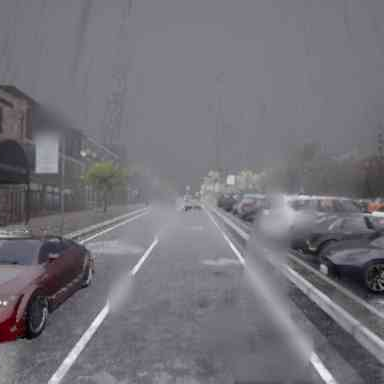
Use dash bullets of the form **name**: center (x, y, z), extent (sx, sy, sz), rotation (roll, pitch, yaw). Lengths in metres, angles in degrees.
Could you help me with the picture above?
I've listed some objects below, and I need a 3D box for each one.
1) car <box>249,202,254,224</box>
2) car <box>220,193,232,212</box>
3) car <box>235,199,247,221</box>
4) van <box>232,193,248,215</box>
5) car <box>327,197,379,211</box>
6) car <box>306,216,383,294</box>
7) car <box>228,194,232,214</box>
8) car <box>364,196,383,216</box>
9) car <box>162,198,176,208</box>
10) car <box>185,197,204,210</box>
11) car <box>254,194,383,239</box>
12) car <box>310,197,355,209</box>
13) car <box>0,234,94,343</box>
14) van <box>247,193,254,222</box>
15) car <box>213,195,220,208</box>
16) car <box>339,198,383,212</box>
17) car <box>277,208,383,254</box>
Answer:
- **car**: center (5.619, 1.419, 16.498), extent (5.008, 1.535, 2.097), rotation (0, 0, 0)
- **car**: center (5.656, 1.144, 30.513), extent (5.566, 2.045, 2.435), rotation (0, 0, 0)
- **car**: center (5.618, 1.409, 22.104), extent (4.892, 1.521, 2.231), rotation (0, 0, 0)
- **van**: center (5.508, 1.177, 24.908), extent (4.442, 1.987, 1.878), rotation (0, 0, 0)
- **car**: center (18.724, 1.403, 38.896), extent (5.008, 1.535, 2.097), rotation (0, 0, 0)
- **car**: center (5.597, 1.467, 8.089), extent (4.792, 1.488, 2.163), rotation (0, 0, 0)
- **car**: center (5.594, 1.272, 27.712), extent (4.553, 1.767, 2.185), rotation (0, 0, 0)
- **car**: center (18.677, 1.270, 30.541), extent (4.553, 1.767, 2.185), rotation (0, 0, 0)
- **car**: center (-3.274, 1.541, 49.092), extent (2.033, 1.411, 5.357), rotation (0, 0, 0)
- **car**: center (0.146, 1.537, 41.344), extent (1.895, 1.301, 4.718), rotation (0, 0, 0)
- **car**: center (5.654, 1.173, 13.694), extent (5.566, 2.045, 2.435), rotation (0, 0, 0)
- **car**: center (18.723, 1.426, 44.465), extent (5.008, 1.535, 2.097), rotation (0, 0, 0)
- **car**: center (-3.342, 1.539, 6.369), extent (1.994, 1.385, 4.181), rotation (0, 0, 0)
- **van**: center (5.740, 1.188, 19.301), extent (4.442, 1.987, 1.878), rotation (0, 0, 0)
- **car**: center (5.667, 1.152, 38.923), extent (5.566, 2.045, 2.435), rotation (0, 0, 0)
- **car**: center (18.717, 1.438, 36.109), extent (4.674, 1.452, 2.002), rotation (0, 0, 0)
- **car**: center (5.621, 1.431, 10.887), extent (4.892, 1.521, 2.231), rotation (0, 0, 0)
